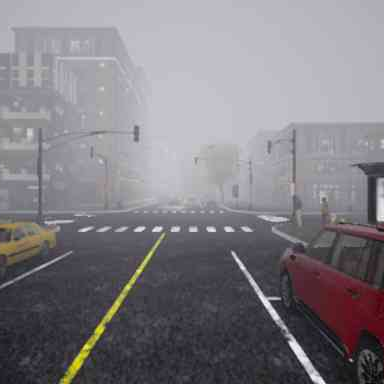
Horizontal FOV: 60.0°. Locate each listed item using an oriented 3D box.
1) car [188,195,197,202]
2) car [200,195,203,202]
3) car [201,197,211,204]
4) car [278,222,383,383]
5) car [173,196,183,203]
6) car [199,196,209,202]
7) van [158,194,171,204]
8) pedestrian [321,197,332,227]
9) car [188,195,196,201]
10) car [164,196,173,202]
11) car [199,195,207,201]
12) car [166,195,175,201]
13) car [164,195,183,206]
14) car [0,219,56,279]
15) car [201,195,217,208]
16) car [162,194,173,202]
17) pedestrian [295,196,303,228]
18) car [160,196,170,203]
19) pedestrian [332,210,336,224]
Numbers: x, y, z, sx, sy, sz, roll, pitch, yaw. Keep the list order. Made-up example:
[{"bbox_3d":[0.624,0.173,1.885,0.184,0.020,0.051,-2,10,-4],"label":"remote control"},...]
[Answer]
[{"bbox_3d":[0.019,1.587,75.242,1.994,1.385,4.181,0,0,0],"label":"car"},{"bbox_3d":[2.702,1.451,53.756,1.967,1.590,4.097,0,0,0],"label":"car"},{"bbox_3d":[2.705,1.606,65.150,1.802,1.307,4.206,0,0,0],"label":"car"},{"bbox_3d":[2.692,1.313,4.568,2.192,1.841,5.009,0,0,0],"label":"car"},{"bbox_3d":[-2.983,1.573,71.583,2.033,1.411,5.357,0,0,0],"label":"car"},{"bbox_3d":[2.707,1.594,76.543,2.008,1.369,4.403,0,0,0],"label":"car"},{"bbox_3d":[-5.676,1.366,65.153,1.690,1.788,3.998,0,0,0],"label":"van"},{"bbox_3d":[7.139,1.172,17.911,0.375,1.860,0.375,0,0,0],"label":"pedestrian"},{"bbox_3d":[0.021,1.513,85.249,2.033,1.411,5.357,0,0,0],"label":"car"},{"bbox_3d":[-5.672,1.621,82.244,1.947,1.339,4.313,0,0,0],"label":"car"},{"bbox_3d":[2.708,1.495,82.240,1.967,1.590,4.097,0,0,0],"label":"car"},{"bbox_3d":[-5.671,1.618,87.940,2.008,1.369,4.403,0,0,0],"label":"car"},{"bbox_3d":[-3.042,1.614,55.477,1.895,1.301,4.718,0,0,1],"label":"car"},{"bbox_3d":[-5.689,1.521,9.940,1.752,1.417,4.829,0,0,0],"label":"car"},{"bbox_3d":[2.701,1.555,48.059,2.008,1.369,4.403,0,0,0],"label":"car"},{"bbox_3d":[-5.674,1.359,76.547,2.192,1.841,5.009,0,0,0],"label":"car"},{"bbox_3d":[6.140,1.132,19.111,0.375,1.860,0.375,0,0,0],"label":"pedestrian"},{"bbox_3d":[-5.675,1.616,70.850,1.802,1.307,4.206,0,0,0],"label":"car"},{"bbox_3d":[7.900,1.515,18.511,0.375,1.300,0.375,0,0,0],"label":"pedestrian"}]
